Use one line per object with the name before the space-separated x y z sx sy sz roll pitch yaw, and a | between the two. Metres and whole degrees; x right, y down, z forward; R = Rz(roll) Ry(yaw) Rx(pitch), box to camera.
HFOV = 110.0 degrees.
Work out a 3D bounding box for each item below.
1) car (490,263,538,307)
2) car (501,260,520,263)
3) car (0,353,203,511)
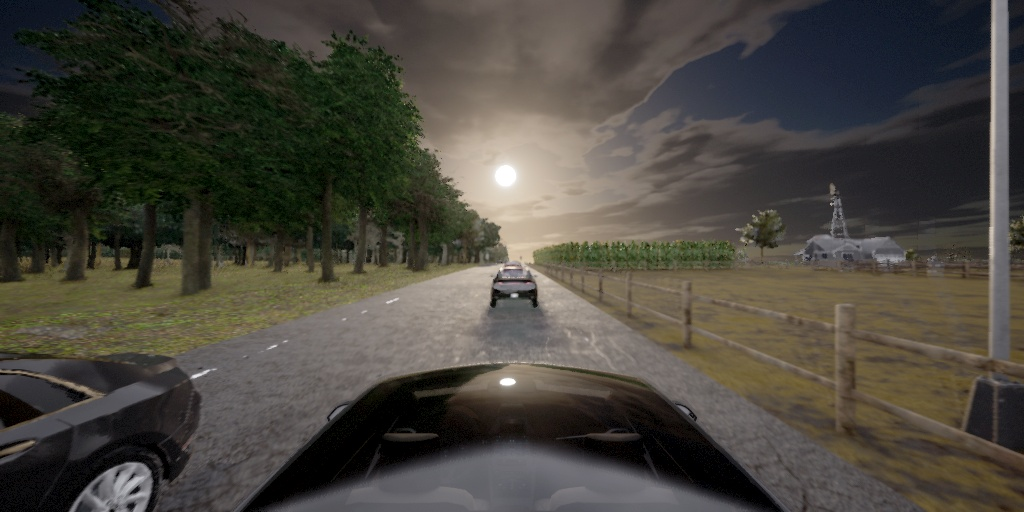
car | 0.087 1.224 15.469 2.128 1.511 4.902 0 0 0
car | 0.078 1.195 37.594 1.882 1.535 5.008 0 0 0
car | -3.502 1.256 0.944 1.837 1.490 4.892 0 0 0
